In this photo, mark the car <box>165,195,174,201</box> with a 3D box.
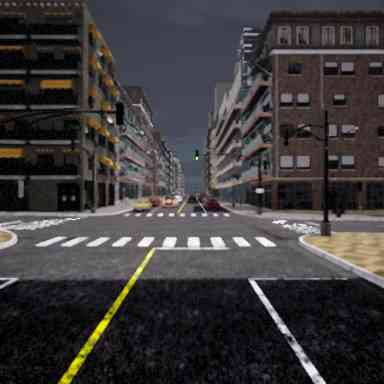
[{"bbox_3d":[-5.656,1.453,82.753,1.887,1.381,4.507,1,0,0],"label":"car"}]

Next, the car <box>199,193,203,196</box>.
[{"bbox_3d":[2.728,1.223,82.737,2.192,1.841,5.009,1,0,0],"label":"car"}]

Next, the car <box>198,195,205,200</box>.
[{"bbox_3d":[2.729,1.465,93.783,1.947,1.339,4.313,1,0,0],"label":"car"}]

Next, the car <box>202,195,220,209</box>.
[{"bbox_3d":[2.712,1.492,44.072,1.887,1.381,4.507,1,0,0],"label":"car"}]

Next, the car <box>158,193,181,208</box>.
[{"bbox_3d":[-3.064,1.297,46.195,2.097,1.767,4.553,0,0,0],"label":"car"}]

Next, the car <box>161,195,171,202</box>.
[{"bbox_3d":[-5.659,1.444,71.536,1.752,1.417,4.829,1,0,0],"label":"car"}]

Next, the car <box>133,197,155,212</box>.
[{"bbox_3d":[-5.670,1.479,38.396,1.752,1.417,4.829,1,0,0],"label":"car"}]

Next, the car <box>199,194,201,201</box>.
[{"bbox_3d":[2.718,1.511,60.643,1.802,1.307,4.206,1,0,0],"label":"car"}]

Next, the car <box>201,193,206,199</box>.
[{"bbox_3d":[2.715,1.381,49.596,1.967,1.590,4.097,1,0,0],"label":"car"}]

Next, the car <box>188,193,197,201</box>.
[{"bbox_3d":[0.027,1.197,80.310,2.097,1.767,4.553,0,0,0],"label":"car"}]

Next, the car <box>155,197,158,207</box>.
[{"bbox_3d":[-5.667,1.486,49.612,1.887,1.381,4.507,1,0,0],"label":"car"}]

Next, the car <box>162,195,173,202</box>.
[{"bbox_3d":[-5.658,1.464,77.230,2.008,1.369,4.403,1,0,0],"label":"car"}]

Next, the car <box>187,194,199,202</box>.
[{"bbox_3d":[0.025,1.418,69.917,1.837,1.490,4.892,0,0,0],"label":"car"}]
